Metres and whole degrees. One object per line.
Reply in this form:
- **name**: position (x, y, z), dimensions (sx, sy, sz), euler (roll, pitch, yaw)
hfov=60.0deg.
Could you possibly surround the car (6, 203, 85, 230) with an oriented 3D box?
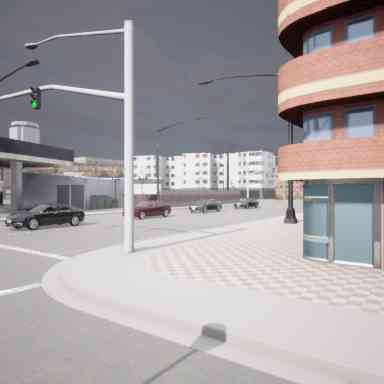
- **car**: position (-9.191, 1.505, 21.231), dimensions (1.837, 1.490, 4.892), euler (0, 0, 34)

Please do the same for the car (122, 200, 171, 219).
- **car**: position (-3.866, 1.478, 29.011), dimensions (1.882, 1.535, 5.008), euler (0, 0, 34)

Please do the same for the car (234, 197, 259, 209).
- **car**: position (7.462, 1.491, 45.384), dimensions (2.128, 1.511, 4.902), euler (0, 0, 35)

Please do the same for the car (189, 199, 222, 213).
- **car**: position (1.553, 1.491, 36.858), dimensions (2.128, 1.511, 4.902), euler (0, 0, 35)
